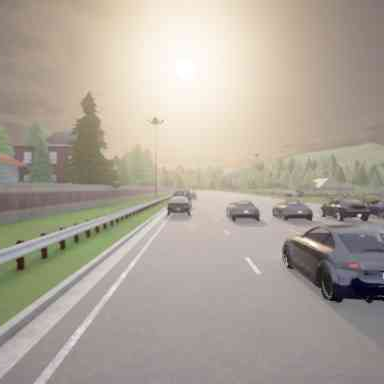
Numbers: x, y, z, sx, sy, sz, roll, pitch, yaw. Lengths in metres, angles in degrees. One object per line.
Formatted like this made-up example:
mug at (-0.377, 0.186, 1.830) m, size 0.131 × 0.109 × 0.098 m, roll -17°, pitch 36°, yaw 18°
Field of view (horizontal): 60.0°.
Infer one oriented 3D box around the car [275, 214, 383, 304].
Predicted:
car at (3.601, 1.460, 7.996) m, size 1.994 × 1.385 × 4.181 m, roll 0°, pitch 1°, yaw 0°

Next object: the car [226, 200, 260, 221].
car at (3.600, 1.254, 24.090) m, size 1.994 × 1.385 × 4.181 m, roll 0°, pitch 1°, yaw 0°

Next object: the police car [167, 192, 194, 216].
police car at (-1.052, 1.063, 28.171) m, size 1.930 × 1.638 × 5.238 m, roll 0°, pitch 1°, yaw 0°

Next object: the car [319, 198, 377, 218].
car at (10.599, 1.203, 23.465) m, size 1.837 × 1.490 × 4.892 m, roll 0°, pitch 1°, yaw 0°

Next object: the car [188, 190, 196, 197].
car at (-0.002, 0.350, 78.677) m, size 1.837 × 1.490 × 4.892 m, roll 0°, pitch 1°, yaw 0°

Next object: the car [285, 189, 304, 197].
car at (22.918, 0.263, 74.165) m, size 3.866 × 1.878 × 1.905 m, roll 0°, pitch 1°, yaw 0°

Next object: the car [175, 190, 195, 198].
car at (-1.052, 0.734, 38.088) m, size 2.150 × 2.045 × 5.566 m, roll 0°, pitch 1°, yaw 0°

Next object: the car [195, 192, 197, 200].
car at (-0.001, 0.674, 63.671) m, size 2.128 × 1.511 × 4.902 m, roll 0°, pitch 1°, yaw 0°

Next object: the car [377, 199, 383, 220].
car at (14.098, 1.212, 24.428) m, size 1.812 × 1.442 × 4.674 m, roll 0°, pitch 1°, yaw 0°

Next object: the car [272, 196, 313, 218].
car at (7.098, 1.257, 23.876) m, size 1.994 × 1.385 × 4.181 m, roll 0°, pitch 1°, yaw 0°
